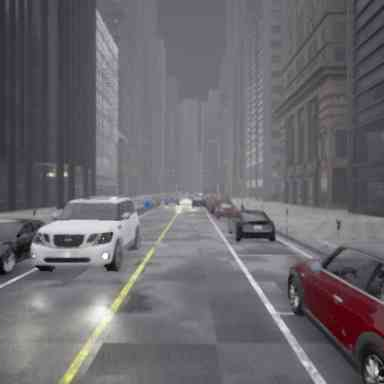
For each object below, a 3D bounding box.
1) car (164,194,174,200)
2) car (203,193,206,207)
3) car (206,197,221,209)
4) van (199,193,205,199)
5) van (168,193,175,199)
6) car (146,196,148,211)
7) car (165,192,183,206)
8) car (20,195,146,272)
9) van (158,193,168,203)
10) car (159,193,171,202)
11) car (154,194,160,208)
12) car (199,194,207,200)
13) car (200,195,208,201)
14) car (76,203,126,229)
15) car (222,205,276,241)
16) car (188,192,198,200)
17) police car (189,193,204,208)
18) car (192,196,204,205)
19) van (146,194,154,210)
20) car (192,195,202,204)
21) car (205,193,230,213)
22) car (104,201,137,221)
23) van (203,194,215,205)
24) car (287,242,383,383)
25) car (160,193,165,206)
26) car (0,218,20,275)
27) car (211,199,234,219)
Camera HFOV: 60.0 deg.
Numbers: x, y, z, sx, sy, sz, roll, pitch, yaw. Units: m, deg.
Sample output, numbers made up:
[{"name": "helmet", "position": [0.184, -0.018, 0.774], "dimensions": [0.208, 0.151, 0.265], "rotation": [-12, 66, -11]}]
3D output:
[{"name": "car", "position": [-5.723, 1.319, 83.305], "dimensions": [2.008, 1.369, 4.403], "rotation": [0, 0, 0]}, {"name": "car", "position": [2.782, 1.199, 38.437], "dimensions": [2.192, 1.841, 5.009], "rotation": [0, 0, 0]}, {"name": "car", "position": [2.784, 1.394, 44.217], "dimensions": [1.752, 1.417, 4.829], "rotation": [0, 0, 0]}, {"name": "van", "position": [2.808, 1.081, 94.528], "dimensions": [1.690, 1.788, 3.998], "rotation": [0, 0, 0]}, {"name": "van", "position": [-5.717, 1.082, 94.524], "dimensions": [1.690, 1.788, 3.998], "rotation": [0, 0, 0]}, {"name": "car", "position": [-5.746, 1.426, 32.650], "dimensions": [1.752, 1.417, 4.829], "rotation": [0, 0, 0]}, {"name": "car", "position": [-3.050, 1.069, 52.040], "dimensions": [2.150, 2.045, 5.566], "rotation": [0, 0, 0]}, {"name": "car", "position": [-3.095, 1.185, 10.983], "dimensions": [2.150, 2.045, 5.566], "rotation": [0, 0, 0]}, {"name": "van", "position": [-5.730, 1.151, 66.476], "dimensions": [1.690, 1.788, 3.998], "rotation": [0, 0, 0]}, {"name": "car", "position": [-5.728, 1.111, 72.086], "dimensions": [2.192, 1.841, 5.009], "rotation": [0, 0, 0]}, {"name": "car", "position": [-5.741, 1.309, 44.038], "dimensions": [1.967, 1.590, 4.097], "rotation": [0, 0, 0]}, {"name": "car", "position": [2.802, 1.207, 83.310], "dimensions": [1.967, 1.590, 4.097], "rotation": [0, 0, 0]}, {"name": "car", "position": [2.800, 1.326, 77.701], "dimensions": [1.887, 1.381, 4.507], "rotation": [0, 0, 0]}, {"name": "car", "position": [-5.751, 1.482, 21.601], "dimensions": [2.008, 1.369, 4.403], "rotation": [0, 0, 0]}, {"name": "car", "position": [2.771, 1.514, 16.001], "dimensions": [1.947, 1.339, 4.313], "rotation": [0, 0, 0]}, {"name": "car", "position": [0.038, 1.166, 80.274], "dimensions": [2.033, 1.411, 5.357], "rotation": [0, 0, 0]}, {"name": "police car", "position": [0.921, 1.293, 44.719], "dimensions": [1.930, 1.638, 5.238], "rotation": [0, 0, 0]}, {"name": "car", "position": [0.926, 1.367, 54.609], "dimensions": [1.812, 1.442, 4.674], "rotation": [0, 0, 0]}, {"name": "van", "position": [-5.744, 1.226, 38.429], "dimensions": [1.690, 1.788, 3.998], "rotation": [0, 0, 0]}, {"name": "car", "position": [0.929, 1.351, 60.609], "dimensions": [1.812, 1.442, 4.674], "rotation": [0, 0, 0]}, {"name": "car", "position": [2.779, 1.214, 32.828], "dimensions": [2.192, 1.841, 5.009], "rotation": [0, 0, 0]}, {"name": "car", "position": [-5.749, 1.497, 27.211], "dimensions": [1.802, 1.307, 4.206], "rotation": [0, 0, 0]}, {"name": "van", "position": [2.789, 1.180, 55.264], "dimensions": [1.690, 1.788, 3.998], "rotation": [0, 0, 0]}, {"name": "car", "position": [2.766, 1.423, 4.783], "dimensions": [1.967, 1.590, 4.097], "rotation": [0, 0, 0]}, {"name": "car", "position": [-5.738, 1.169, 49.648], "dimensions": [2.192, 1.841, 5.009], "rotation": [0, 0, 0]}, {"name": "car", "position": [-5.757, 1.532, 10.382], "dimensions": [1.947, 1.339, 4.313], "rotation": [0, 0, 0]}, {"name": "car", "position": [2.776, 1.497, 27.219], "dimensions": [1.802, 1.307, 4.206], "rotation": [0, 0, 0]}]
